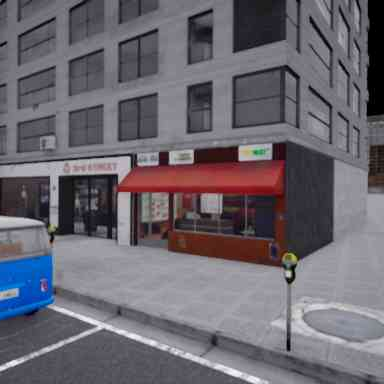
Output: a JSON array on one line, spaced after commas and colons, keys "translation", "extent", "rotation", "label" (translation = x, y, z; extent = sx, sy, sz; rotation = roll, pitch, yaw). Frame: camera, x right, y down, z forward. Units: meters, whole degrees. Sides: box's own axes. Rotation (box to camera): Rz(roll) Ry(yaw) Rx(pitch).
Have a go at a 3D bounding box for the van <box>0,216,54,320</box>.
[{"translation": [-4.255, 1.290, 6.091], "extent": [3.998, 1.788, 1.690], "rotation": [1, 0, 35], "label": "van"}]
